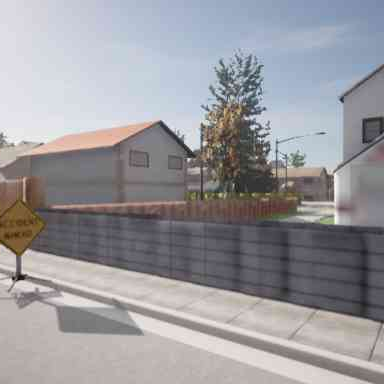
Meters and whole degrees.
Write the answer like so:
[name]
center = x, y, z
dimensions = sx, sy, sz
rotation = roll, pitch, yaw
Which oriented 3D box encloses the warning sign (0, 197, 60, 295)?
[warning sign]
center = -3.777, 1.048, 7.236
dimensions = 1.060, 1.860, 1.300
rotation = 0, 0, 35
